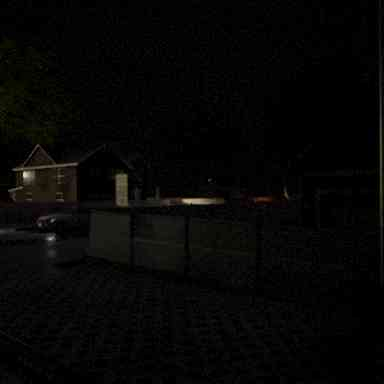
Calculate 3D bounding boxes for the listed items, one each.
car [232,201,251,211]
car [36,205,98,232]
[{"bbox_3d":[5.951,1.720,38.968,1.895,1.301,4.718,-1,0,36],"label":"car"},{"bbox_3d":[-7.284,1.585,20.752,1.812,1.442,4.674,-1,0,35],"label":"car"}]
